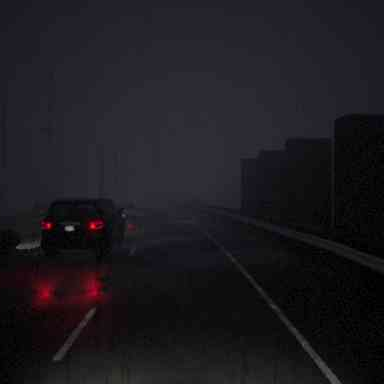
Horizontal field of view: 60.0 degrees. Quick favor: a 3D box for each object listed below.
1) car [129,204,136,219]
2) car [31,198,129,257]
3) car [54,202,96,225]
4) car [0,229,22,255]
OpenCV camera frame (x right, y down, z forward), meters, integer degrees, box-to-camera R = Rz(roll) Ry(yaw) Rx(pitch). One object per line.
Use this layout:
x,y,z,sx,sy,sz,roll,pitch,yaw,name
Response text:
-5.856,1.624,28.723,1.895,1.301,4.718,0,0,-9,car
-4.035,1.236,13.151,2.150,2.045,5.566,0,0,-4,car
-8.997,1.575,26.042,2.033,1.411,5.357,0,0,-8,car
-7.367,1.565,10.405,2.033,1.411,5.357,0,0,-3,car
